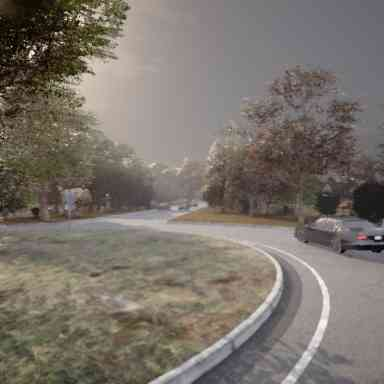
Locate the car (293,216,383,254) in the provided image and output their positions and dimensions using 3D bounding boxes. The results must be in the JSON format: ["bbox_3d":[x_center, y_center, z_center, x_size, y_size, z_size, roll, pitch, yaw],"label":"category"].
[{"bbox_3d":[6.332,1.741,14.405,2.033,1.411,5.357,-1,-1,-8],"label":"car"}]

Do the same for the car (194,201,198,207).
[{"bbox_3d":[0.341,2.885,78.543,1.994,1.385,4.181,-1,-1,7],"label":"car"}]

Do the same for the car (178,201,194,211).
[{"bbox_3d":[-1.437,2.790,63.710,2.033,1.411,5.357,-1,-1,7],"label":"car"}]

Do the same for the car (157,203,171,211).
[{"bbox_3d":[-5.226,2.767,61.969,1.837,1.490,4.892,-1,-1,7],"label":"car"}]
